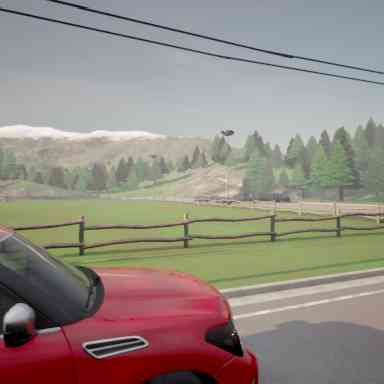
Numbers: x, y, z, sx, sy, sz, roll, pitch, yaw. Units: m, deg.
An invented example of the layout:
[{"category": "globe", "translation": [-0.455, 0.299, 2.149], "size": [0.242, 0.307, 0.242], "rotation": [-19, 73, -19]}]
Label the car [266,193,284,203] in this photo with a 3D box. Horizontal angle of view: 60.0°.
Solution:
[{"category": "car", "translation": [15.771, 1.225, 68.865], "size": [2.150, 2.045, 5.566], "rotation": [0, 0, -24]}]

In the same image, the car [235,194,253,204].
[{"category": "car", "translation": [9.326, 1.547, 66.241], "size": [2.033, 1.411, 5.357], "rotation": [0, 0, -23]}]

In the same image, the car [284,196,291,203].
[{"category": "car", "translation": [18.842, 1.500, 70.574], "size": [1.837, 1.490, 4.892], "rotation": [0, 0, -24]}]

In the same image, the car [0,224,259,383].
[{"category": "car", "translation": [-2.193, 1.222, 2.603], "size": [5.566, 2.045, 2.150], "rotation": [0, 0, -24]}]

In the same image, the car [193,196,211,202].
[{"category": "car", "translation": [1.923, 1.488, 74.250], "size": [2.033, 1.411, 5.357], "rotation": [0, 0, -24]}]

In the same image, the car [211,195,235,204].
[{"category": "car", "translation": [6.013, 1.564, 65.096], "size": [1.994, 1.385, 4.181], "rotation": [0, 0, -23]}]

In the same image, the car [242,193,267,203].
[{"category": "car", "translation": [12.439, 1.491, 67.747], "size": [2.128, 1.511, 4.902], "rotation": [0, 0, -24]}]

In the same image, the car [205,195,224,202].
[{"category": "car", "translation": [5.125, 1.488, 75.661], "size": [2.033, 1.411, 5.357], "rotation": [0, 0, -24]}]

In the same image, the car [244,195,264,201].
[{"category": "car", "translation": [14.734, 1.483, 79.895], "size": [2.033, 1.411, 5.357], "rotation": [0, 0, -24]}]
